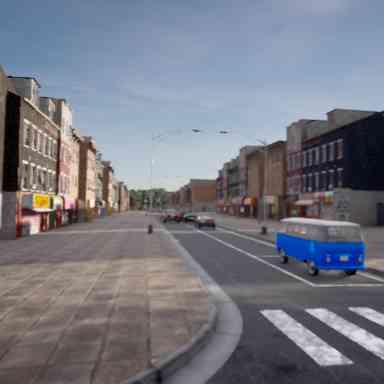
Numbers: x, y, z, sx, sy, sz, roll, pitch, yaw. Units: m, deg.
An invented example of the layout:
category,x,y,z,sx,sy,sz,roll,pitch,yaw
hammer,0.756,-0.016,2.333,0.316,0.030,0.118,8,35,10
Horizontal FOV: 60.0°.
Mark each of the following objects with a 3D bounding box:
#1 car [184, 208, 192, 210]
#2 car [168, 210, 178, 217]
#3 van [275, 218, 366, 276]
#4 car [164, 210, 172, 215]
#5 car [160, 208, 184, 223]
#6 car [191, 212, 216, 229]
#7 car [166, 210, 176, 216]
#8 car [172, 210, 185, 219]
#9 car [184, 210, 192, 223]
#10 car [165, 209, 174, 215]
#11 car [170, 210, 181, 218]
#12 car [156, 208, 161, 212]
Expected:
category,x,y,z,sx,sy,sz,roll,pitch,yaw
car,-0.985,3.386,49.900,2.192,1.841,5.009,1,-3,-8
car,-4.100,4.536,71.688,1.752,1.417,4.829,1,-3,-8
van,4.417,1.876,12.044,1.690,1.788,3.998,2,-2,-8
car,-6.393,5.307,87.737,1.802,1.307,4.206,1,-3,-8
car,-2.709,3.111,43.705,2.097,1.767,4.553,1,-3,-8
car,1.326,2.979,33.666,1.802,1.307,4.206,1,-3,-8
car,-4.849,4.824,76.925,1.802,1.307,4.206,1,-3,-8
car,-2.532,4.077,60.705,1.887,1.381,4.507,1,-3,-8
car,-0.217,3.410,44.482,1.947,1.339,4.313,1,-3,-8
car,-5.618,4.922,82.338,1.967,1.590,4.097,1,-3,-8
car,-3.305,4.333,66.111,1.947,1.339,4.313,1,-3,-8
car,-4.158,3.716,53.456,2.033,1.411,5.357,2,-3,-8
